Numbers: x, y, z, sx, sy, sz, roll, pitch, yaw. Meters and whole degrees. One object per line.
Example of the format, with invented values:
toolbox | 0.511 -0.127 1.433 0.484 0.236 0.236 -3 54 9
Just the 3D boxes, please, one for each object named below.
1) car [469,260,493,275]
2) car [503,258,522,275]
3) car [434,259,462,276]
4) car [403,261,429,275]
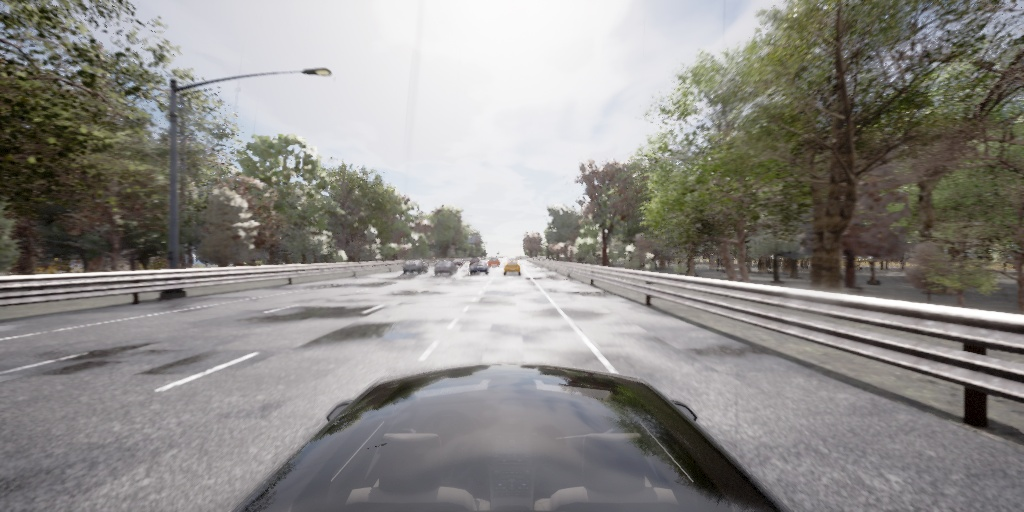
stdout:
car | -3.459 1.367 39.253 1.895 1.301 4.718 0 0 0
car | 0.051 1.243 39.920 1.882 1.535 5.008 0 0 0
car | -6.966 1.314 38.180 2.033 1.411 5.357 0 0 0
car | -10.456 1.260 39.228 2.128 1.511 4.902 0 0 0
